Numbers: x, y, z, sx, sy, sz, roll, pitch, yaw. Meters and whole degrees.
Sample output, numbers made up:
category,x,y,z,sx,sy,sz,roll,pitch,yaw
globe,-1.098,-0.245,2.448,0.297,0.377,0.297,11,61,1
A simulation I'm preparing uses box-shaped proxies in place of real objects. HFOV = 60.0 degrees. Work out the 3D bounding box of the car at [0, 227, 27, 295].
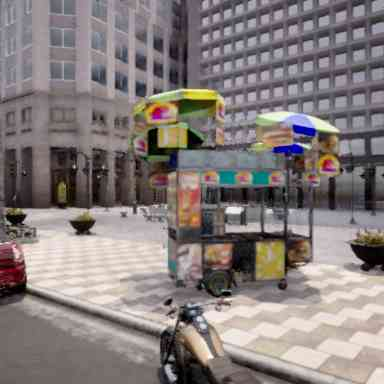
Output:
category,x,y,z,sx,sy,sz,roll,pitch,yaw
car,-5.746,1.346,7.475,4.553,1.767,2.185,0,0,36
